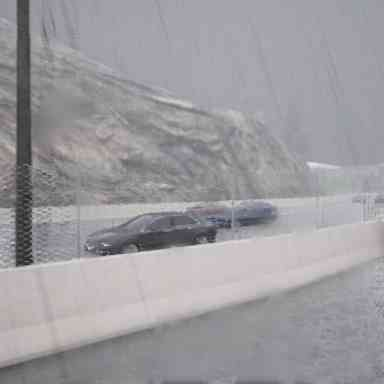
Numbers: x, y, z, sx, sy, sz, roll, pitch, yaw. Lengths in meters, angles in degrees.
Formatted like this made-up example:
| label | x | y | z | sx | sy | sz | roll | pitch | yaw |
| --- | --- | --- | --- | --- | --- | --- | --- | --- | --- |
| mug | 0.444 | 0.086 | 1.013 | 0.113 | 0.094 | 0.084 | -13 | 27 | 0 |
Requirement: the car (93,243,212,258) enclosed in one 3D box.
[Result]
| label | x | y | z | sx | sy | sz | roll | pitch | yaw |
| --- | --- | --- | --- | --- | --- | --- | --- | --- | --- |
| car | -1.300 | 1.497 | 11.881 | 4.892 | 1.490 | 1.837 | 0 | 0 | -38 |
